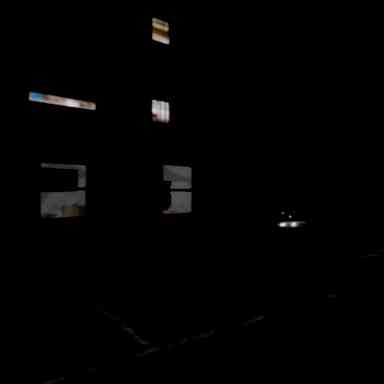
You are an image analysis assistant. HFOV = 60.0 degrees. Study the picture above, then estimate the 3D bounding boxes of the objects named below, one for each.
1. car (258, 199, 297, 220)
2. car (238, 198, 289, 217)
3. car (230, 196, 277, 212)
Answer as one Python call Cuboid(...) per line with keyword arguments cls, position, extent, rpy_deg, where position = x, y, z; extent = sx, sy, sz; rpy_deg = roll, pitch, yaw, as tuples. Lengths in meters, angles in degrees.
Cuboid(cls="car", position=(5.414, 1.327, 25.765), extent=(2.033, 1.411, 5.357), rpy_deg=(1, 1, -36))
Cuboid(cls="car", position=(6.331, 1.319, 29.876), extent=(1.994, 1.385, 4.181), rpy_deg=(1, 1, -36))
Cuboid(cls="car", position=(6.283, 1.235, 34.432), extent=(1.752, 1.417, 4.829), rpy_deg=(2, 0, -36))
